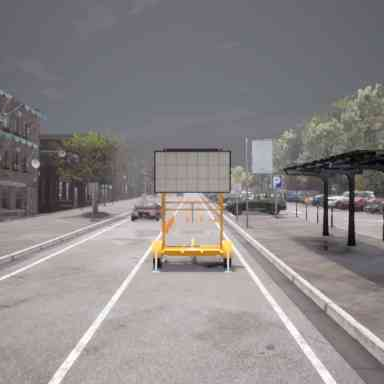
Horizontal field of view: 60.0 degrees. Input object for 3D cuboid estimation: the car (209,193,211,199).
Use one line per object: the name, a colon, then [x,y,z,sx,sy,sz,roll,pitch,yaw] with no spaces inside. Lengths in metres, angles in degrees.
car: [5.776,1.020,55.504,4.892,1.521,2.231,0,1,0]

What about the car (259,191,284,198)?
car: [18.662,0.640,78.329,5.366,1.575,1.946,0,1,0]

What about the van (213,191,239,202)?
van: [5.886,0.753,58.308,4.442,1.987,1.878,0,1,0]

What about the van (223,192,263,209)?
van: [5.889,0.982,38.676,4.442,1.987,1.878,0,1,0]

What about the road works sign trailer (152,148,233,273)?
road works sign trailer: [0.017,0.429,10.554,2.380,3.560,2.880,0,0,1]

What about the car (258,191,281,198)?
car: [18.852,0.597,81.106,4.892,1.521,2.231,0,1,0]

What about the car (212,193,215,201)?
car: [5.800,1.126,49.893,4.792,1.488,2.163,0,1,0]

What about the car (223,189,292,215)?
car: [5.745,1.032,30.266,5.566,2.045,2.435,0,1,0]

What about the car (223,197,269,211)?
car: [5.775,1.273,35.876,4.674,1.452,2.002,0,1,0]

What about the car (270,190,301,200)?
car: [18.877,0.578,67.224,5.566,2.045,2.435,0,1,0]

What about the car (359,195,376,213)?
car: [18.859,1.277,31.140,4.892,1.521,2.231,0,1,0]

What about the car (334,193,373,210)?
car: [18.857,1.226,36.692,5.008,1.535,2.097,0,1,0]

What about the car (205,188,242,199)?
car: [5.741,0.680,61.107,5.566,2.045,2.435,0,1,0]

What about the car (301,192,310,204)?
car: [19.035,1.116,47.796,5.366,1.575,1.946,0,1,0]

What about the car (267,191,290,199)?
car: [18.878,0.611,72.778,4.553,1.767,2.185,0,1,0]

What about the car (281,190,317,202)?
car: [18.878,0.718,58.898,5.566,2.045,2.435,0,1,0]

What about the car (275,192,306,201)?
car: [19.035,0.873,64.452,5.366,1.575,1.946,0,1,0]

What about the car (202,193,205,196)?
car: [5.739,0.397,77.926,5.566,2.045,2.435,0,1,0]

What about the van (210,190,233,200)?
van: [5.885,0.612,66.714,4.442,1.987,1.878,0,1,0]

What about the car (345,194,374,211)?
car: [18.858,1.251,33.916,5.008,1.535,2.097,0,1,0]

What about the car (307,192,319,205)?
car: [18.846,1.149,45.019,5.008,1.535,2.097,0,1,0]

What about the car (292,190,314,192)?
car: [18.821,0.760,56.122,5.566,2.045,2.435,0,1,0]

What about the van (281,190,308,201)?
van: [18.966,0.697,61.675,4.442,1.987,1.878,0,1,0]

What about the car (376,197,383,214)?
car: [18.882,1.331,28.365,4.792,1.488,2.163,0,1,0]

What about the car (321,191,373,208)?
car: [18.823,0.950,39.465,5.566,2.045,2.435,0,1,0]

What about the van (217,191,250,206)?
van: [5.888,0.901,47.088,4.442,1.987,1.878,0,1,0]

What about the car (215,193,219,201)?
car: [5.766,1.183,41.482,5.008,1.535,2.097,0,1,0]

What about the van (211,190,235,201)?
van: [5.886,0.659,63.912,4.442,1.987,1.878,0,1,0]

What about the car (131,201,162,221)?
car: [-3.319,1.410,24.957,1.994,1.385,4.181,0,1,0]

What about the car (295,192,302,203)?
car: [18.821,1.119,50.568,4.792,1.488,2.163,0,1,0]

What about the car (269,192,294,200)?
car: [18.819,0.812,70.004,4.792,1.488,2.163,0,1,0]

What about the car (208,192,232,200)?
car: [5.762,0.791,69.521,4.892,1.521,2.231,0,1,0]

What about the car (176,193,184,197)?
car: [-3.142,0.567,87.125,2.033,1.411,5.357,0,1,0]

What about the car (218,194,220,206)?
car: [5.588,1.255,33.072,5.366,1.575,1.946,0,1,0]

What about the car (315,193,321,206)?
car: [18.845,1.178,42.242,4.892,1.521,2.231,0,1,0]

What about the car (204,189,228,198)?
car: [5.738,0.350,80.729,5.566,2.045,2.435,0,1,0]

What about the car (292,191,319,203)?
car: [18.879,1.080,53.351,4.792,1.488,2.163,0,1,0]
